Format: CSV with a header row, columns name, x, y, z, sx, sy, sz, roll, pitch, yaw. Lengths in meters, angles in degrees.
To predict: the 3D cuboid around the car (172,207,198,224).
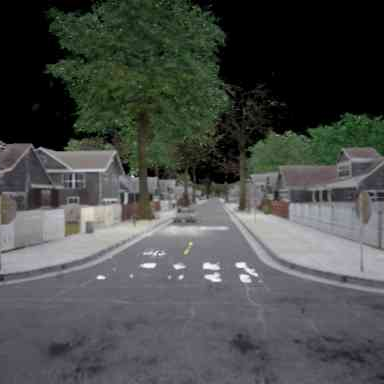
name,x,y,z,sx,sy,sz,roll,pitch,yaw
car,-0.524,1.990,28.455,1.895,1.301,4.718,-1,-1,4
